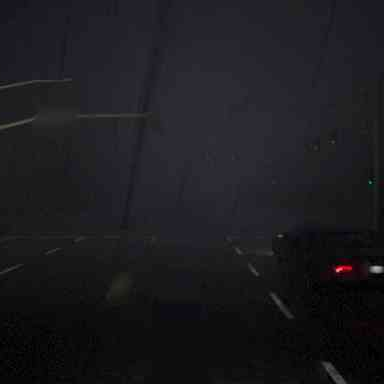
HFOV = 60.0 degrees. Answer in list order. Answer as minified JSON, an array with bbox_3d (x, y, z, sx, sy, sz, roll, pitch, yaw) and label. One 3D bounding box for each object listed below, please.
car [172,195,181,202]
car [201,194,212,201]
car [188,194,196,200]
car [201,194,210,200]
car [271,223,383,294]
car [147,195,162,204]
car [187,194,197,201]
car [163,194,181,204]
[{"bbox_3d":[-3.483,1.417,75.742,1.994,1.385,4.181,0,0,0],"label":"car"},{"bbox_3d":[3.518,1.213,77.360,2.097,1.767,4.553,0,0,0],"label":"car"},{"bbox_3d":[0.020,1.259,87.500,1.994,1.385,4.181,0,0,0],"label":"car"},{"bbox_3d":[3.520,1.232,87.499,2.128,1.511,4.902,0,0,0],"label":"car"},{"bbox_3d":[3.566,1.531,8.901,2.033,1.411,5.357,0,0,0],"label":"car"},{"bbox_3d":[-7.022,1.420,60.153,1.812,1.442,4.674,0,0,1],"label":"car"},{"bbox_3d":[0.018,1.358,77.391,1.837,1.490,4.892,0,0,0],"label":"car"},{"bbox_3d":[-3.526,1.246,60.274,2.097,1.767,4.553,0,0,1],"label":"car"}]
